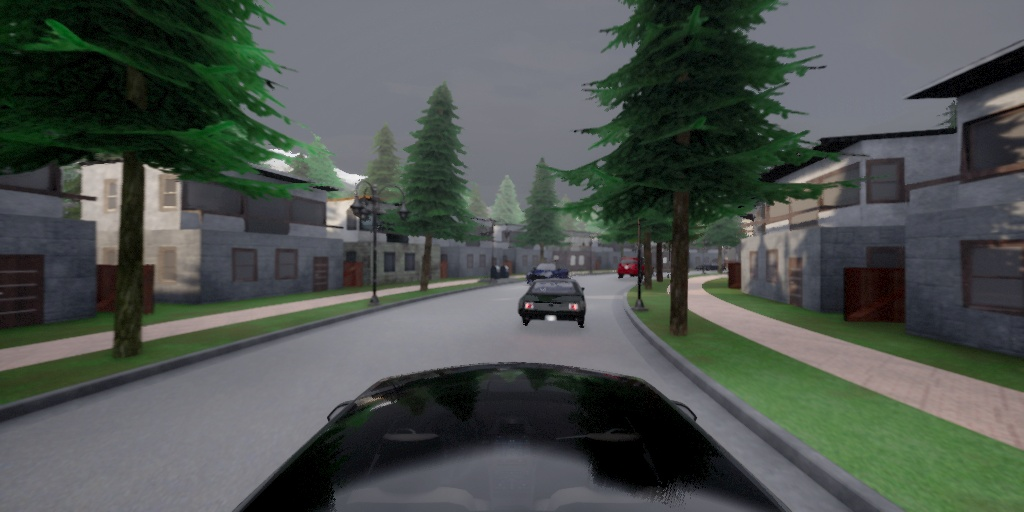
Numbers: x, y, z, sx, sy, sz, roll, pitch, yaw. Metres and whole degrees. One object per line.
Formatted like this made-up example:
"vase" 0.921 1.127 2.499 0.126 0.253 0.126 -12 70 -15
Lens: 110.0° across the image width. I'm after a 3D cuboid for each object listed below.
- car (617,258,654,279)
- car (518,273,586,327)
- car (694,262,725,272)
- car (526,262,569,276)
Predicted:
"car" 12.361 1.197 35.717 2.150 2.045 5.566 0 -1 37
"car" 1.473 1.413 11.951 1.895 1.301 4.718 0 0 10
"car" 30.881 1.687 55.967 5.357 1.411 2.033 0 0 -28
"car" 2.746 1.252 26.936 2.097 1.767 4.553 0 0 27
